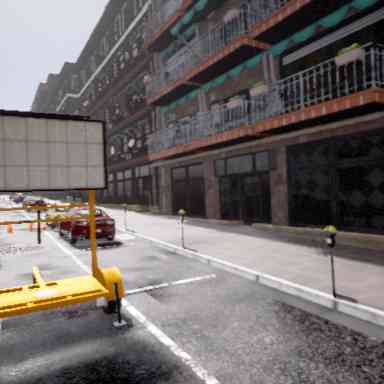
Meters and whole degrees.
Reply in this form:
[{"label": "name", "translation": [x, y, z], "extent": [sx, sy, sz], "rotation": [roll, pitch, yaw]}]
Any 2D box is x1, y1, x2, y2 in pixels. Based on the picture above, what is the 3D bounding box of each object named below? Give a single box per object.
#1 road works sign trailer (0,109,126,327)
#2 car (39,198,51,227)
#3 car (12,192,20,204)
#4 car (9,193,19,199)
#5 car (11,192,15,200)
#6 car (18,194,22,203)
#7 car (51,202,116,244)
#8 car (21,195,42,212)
[{"label": "road works sign trailer", "translation": [-2.772, 0.389, 6.016], "extent": [2.380, 3.560, 2.880], "rotation": [-2, 2, -30]}, {"label": "car", "translation": [-7.563, 1.282, 19.469], "extent": [1.752, 1.417, 4.829], "rotation": [-1, 1, -30]}, {"label": "car", "translation": [-26.961, 1.143, 52.776], "extent": [1.887, 1.381, 4.507], "rotation": [-1, 1, -30]}, {"label": "car", "translation": [-43.692, 0.965, 81.436], "extent": [1.967, 1.590, 4.097], "rotation": [-1, 1, -30]}, {"label": "car", "translation": [-29.744, 1.127, 57.555], "extent": [1.887, 1.381, 4.507], "rotation": [-1, 1, -30]}, {"label": "car", "translation": [-18.611, 1.209, 38.438], "extent": [2.008, 1.369, 4.403], "rotation": [-1, 1, -30]}, {"label": "car", "translation": [-4.693, 1.331, 14.542], "extent": [1.887, 1.381, 4.507], "rotation": [-1, 1, -30]}, {"label": "car", "translation": [-15.827, 1.226, 33.658], "extent": [1.887, 1.381, 4.507], "rotation": [-1, 1, -30]}]
